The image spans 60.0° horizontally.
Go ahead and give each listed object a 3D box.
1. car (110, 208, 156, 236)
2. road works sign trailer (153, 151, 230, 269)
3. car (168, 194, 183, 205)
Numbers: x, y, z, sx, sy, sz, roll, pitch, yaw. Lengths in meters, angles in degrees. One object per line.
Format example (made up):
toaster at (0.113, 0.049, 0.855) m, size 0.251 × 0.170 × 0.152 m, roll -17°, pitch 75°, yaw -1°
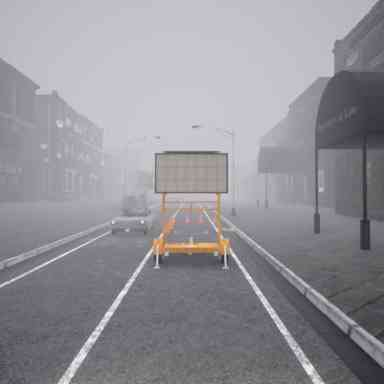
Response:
car at (-3.155, 1.558, 18.462) m, size 1.895 × 1.301 × 4.718 m, roll 0°, pitch 0°, yaw 0°
road works sign trailer at (-0.019, 0.443, 11.097) m, size 2.380 × 3.560 × 2.880 m, roll 0°, pitch 0°, yaw 0°
car at (-3.252, 1.450, 59.602) m, size 2.128 × 1.511 × 4.902 m, roll 0°, pitch 2°, yaw 0°
